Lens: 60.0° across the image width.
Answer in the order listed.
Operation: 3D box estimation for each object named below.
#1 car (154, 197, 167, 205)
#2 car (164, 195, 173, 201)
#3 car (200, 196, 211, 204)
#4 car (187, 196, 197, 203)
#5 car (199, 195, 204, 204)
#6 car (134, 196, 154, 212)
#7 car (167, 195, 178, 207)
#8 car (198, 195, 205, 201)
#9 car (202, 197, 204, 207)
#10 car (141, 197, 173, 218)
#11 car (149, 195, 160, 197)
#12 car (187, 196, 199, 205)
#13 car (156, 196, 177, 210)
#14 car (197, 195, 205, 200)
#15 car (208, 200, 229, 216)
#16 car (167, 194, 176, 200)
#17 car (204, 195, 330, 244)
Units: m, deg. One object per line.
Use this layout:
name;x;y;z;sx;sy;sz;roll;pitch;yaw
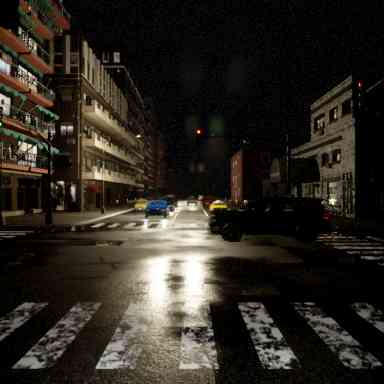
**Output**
car;-5.751;1.603;61.488;2.008;1.369;4.403;0;0;0
car;-5.774;1.534;83.645;1.967;1.590;4.097;0;0;0
car;2.624;1.613;67.037;2.008;1.369;4.403;0;0;0
car;-0.026;1.613;70.617;2.033;1.411;5.357;0;0;0
car;2.642;1.351;50.420;2.192;1.841;5.009;0;0;0
car;-5.728;1.549;39.161;1.752;1.417;4.829;0;0;0
car;-3.126;1.541;50.008;1.837;1.490;4.892;0;0;0
car;2.600;1.632;89.364;1.752;1.417;4.829;0;0;0
car;2.647;1.612;44.880;1.802;1.307;4.206;0;0;0
car;-3.131;1.494;30.662;1.882;1.535;5.008;0;0;0
car;-5.739;1.351;50.410;2.192;1.841;5.009;0;0;0
car;0.036;1.652;60.408;1.895;1.301;4.718;0;0;0
car;-3.123;1.550;39.940;1.812;1.442;4.674;0;0;0
car;2.594;1.670;94.733;2.008;1.369;4.403;0;0;0
car;2.658;1.544;33.972;1.752;1.417;4.829;0;0;0
car;-5.785;1.434;94.725;2.192;1.841;5.009;0;0;0
car;3.547;1.249;15.670;5.566;2.045;2.150;0;0;0
